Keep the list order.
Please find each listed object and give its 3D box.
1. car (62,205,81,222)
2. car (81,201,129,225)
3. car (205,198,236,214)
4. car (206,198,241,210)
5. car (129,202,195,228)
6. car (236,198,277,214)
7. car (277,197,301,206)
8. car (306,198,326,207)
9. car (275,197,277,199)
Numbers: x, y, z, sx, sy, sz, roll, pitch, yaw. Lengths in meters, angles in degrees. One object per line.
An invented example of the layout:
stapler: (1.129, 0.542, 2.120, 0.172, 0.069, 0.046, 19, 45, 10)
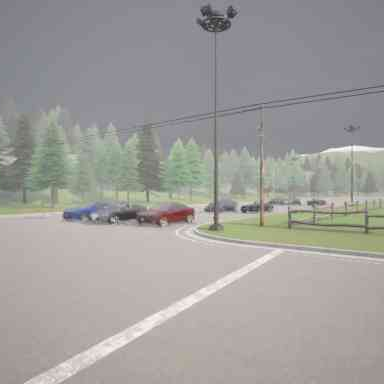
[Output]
car: (-7.808, 1.477, 26.316, 1.882, 1.535, 5.008, 0, 0, 33)
car: (-5.151, 1.492, 23.972, 2.128, 1.511, 4.902, 0, 0, 33)
car: (3.121, 1.564, 35.904, 1.994, 1.385, 4.181, 0, 0, 36)
car: (4.191, 1.547, 43.260, 2.033, 1.411, 5.357, 0, 0, 36)
car: (-1.717, 1.477, 22.868, 1.882, 1.535, 5.008, 0, 0, 33)
car: (6.883, 1.601, 35.115, 1.895, 1.301, 4.718, 0, 0, 36)
car: (15.950, 1.491, 53.285, 2.128, 1.511, 4.902, 0, 0, 37)
car: (19.521, 1.601, 52.224, 1.895, 1.301, 4.718, 0, 0, 37)
car: (15.319, 1.547, 58.301, 2.033, 1.411, 5.357, 0, 0, 37)
